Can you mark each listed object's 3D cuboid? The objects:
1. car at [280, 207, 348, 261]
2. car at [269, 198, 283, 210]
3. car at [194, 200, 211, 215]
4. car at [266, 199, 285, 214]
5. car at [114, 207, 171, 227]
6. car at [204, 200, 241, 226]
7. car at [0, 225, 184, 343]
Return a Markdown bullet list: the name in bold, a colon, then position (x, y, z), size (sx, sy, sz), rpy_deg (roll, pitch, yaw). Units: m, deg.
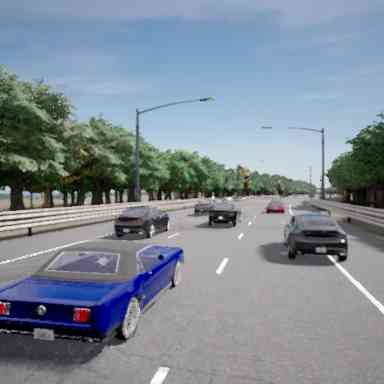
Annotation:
- **car**: position (4.487, 1.543, 12.547), size (1.837, 1.490, 4.892), rpy_deg (0, 0, 13)
- **car**: position (12.005, 1.682, 47.289), size (1.812, 1.442, 4.674), rpy_deg (0, 0, 17)
- **car**: position (1.557, 1.613, 34.820), size (2.128, 1.511, 4.902), rpy_deg (0, 0, 15)
- **car**: position (9.460, 1.684, 37.570), size (1.994, 1.385, 4.181), rpy_deg (0, 0, 15)
- **car**: position (-2.550, 1.573, 18.107), size (1.837, 1.490, 4.892), rpy_deg (0, 0, 13)
- **car**: position (2.466, 1.559, 24.097), size (1.882, 1.535, 5.008), rpy_deg (0, 0, 14)
- **car**: position (-1.521, 1.627, 6.633), size (1.895, 1.301, 4.718), rpy_deg (0, 0, 12)
